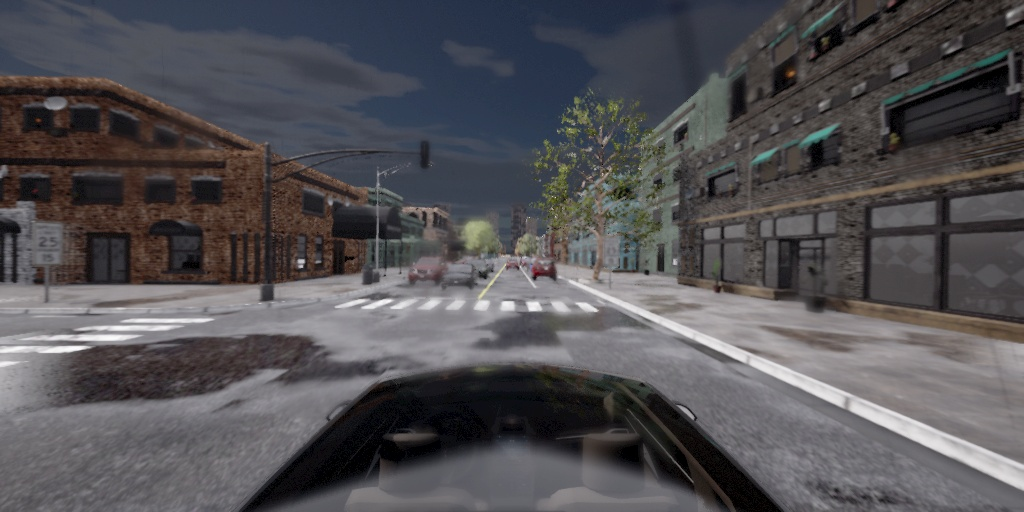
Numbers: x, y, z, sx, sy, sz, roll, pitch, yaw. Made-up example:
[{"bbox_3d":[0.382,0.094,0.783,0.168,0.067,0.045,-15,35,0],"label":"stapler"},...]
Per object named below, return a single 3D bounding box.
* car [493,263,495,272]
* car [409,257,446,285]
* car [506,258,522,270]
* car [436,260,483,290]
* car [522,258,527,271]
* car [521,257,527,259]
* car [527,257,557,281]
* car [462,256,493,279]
[{"bbox_3d":[-3.075,1.189,42.693,2.128,1.511,4.902,1,0,0],"label":"car"},{"bbox_3d":[-5.684,0.968,25.181,2.192,1.841,5.009,0,0,0],"label":"car"},{"bbox_3d":[0.113,1.273,52.214,1.812,1.442,4.674,1,0,0],"label":"car"},{"bbox_3d":[-3.087,1.196,22.141,1.837,1.490,4.892,1,0,0],"label":"car"},{"bbox_3d":[2.695,1.335,47.358,2.007,1.370,4.403,0,0,0],"label":"car"},{"bbox_3d":[2.695,1.228,63.990,1.967,1.591,4.097,0,0,0],"label":"car"},{"bbox_3d":[2.696,1.095,30.726,2.192,1.841,5.009,0,0,0],"label":"car"},{"bbox_3d":[-3.084,1.046,31.138,2.097,1.767,4.553,1,0,0],"label":"car"}]
